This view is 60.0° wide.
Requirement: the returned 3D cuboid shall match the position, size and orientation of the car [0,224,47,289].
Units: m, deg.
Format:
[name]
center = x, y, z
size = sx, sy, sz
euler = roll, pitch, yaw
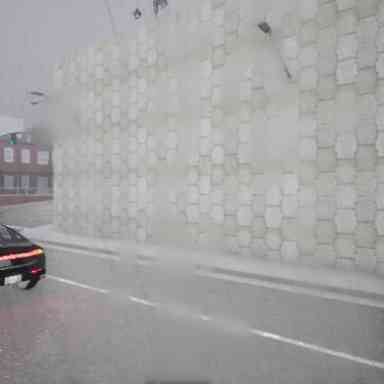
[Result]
[car]
center = -5.368, 1.446, 7.759
size = 4.902, 1.511, 2.128
euler = 0, 0, 36
